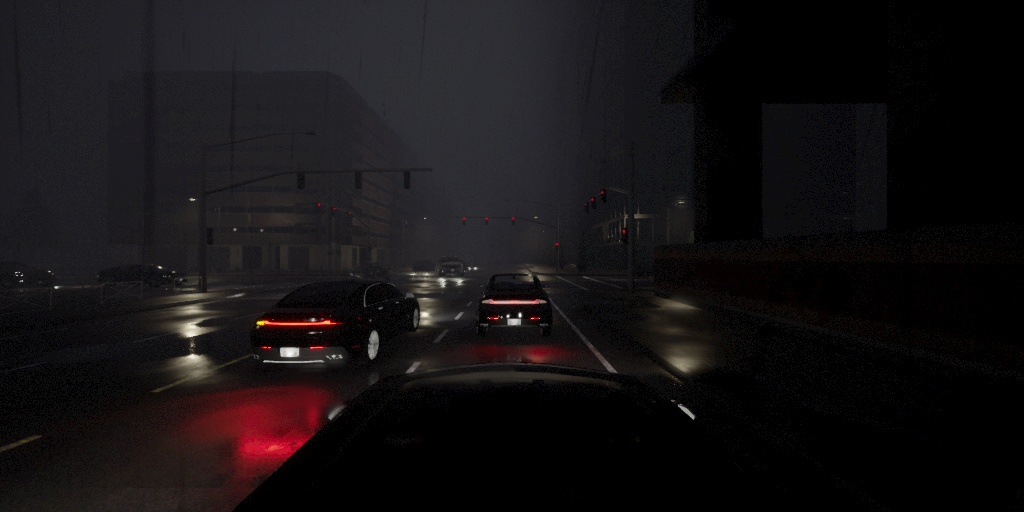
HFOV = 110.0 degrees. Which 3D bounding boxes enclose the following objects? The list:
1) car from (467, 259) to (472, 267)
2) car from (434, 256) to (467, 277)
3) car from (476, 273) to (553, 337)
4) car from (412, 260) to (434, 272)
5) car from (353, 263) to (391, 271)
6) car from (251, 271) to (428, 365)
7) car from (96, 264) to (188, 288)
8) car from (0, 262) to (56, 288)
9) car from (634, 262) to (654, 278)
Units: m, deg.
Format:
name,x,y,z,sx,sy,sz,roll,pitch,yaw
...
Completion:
name,x,y,z,sx,sy,sz,roll,pitch,yaw
car,-7.485,1.298,51.273,2.033,1.411,5.357,0,0,0
car,-6.297,0.999,36.235,2.150,2.045,5.566,-1,0,-16
car,0.060,1.242,10.337,2.128,1.511,4.902,0,0,0
car,-11.037,1.228,45.124,1.882,1.535,5.008,0,0,2
car,-10.743,1.269,27.473,2.128,1.511,4.902,0,0,-1
car,-3.451,1.255,8.018,1.837,1.490,4.892,0,0,0
car,-24.325,1.297,23.697,4.902,1.511,2.128,0,0,0
car,-33.392,1.157,23.716,4.553,1.767,2.097,0,0,0
car,13.951,1.297,34.326,4.902,1.511,2.128,0,0,0
